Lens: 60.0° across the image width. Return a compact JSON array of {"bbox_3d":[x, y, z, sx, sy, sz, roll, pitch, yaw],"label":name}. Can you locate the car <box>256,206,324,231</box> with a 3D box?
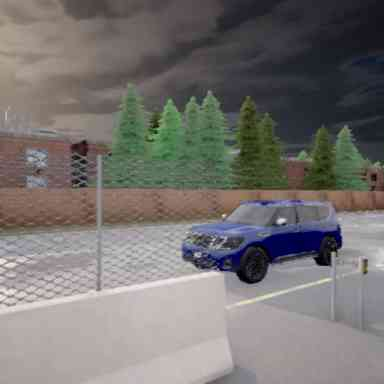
[{"bbox_3d":[6.540,1.678,21.956,4.718,1.301,1.895,0,0,-37],"label":"car"}]

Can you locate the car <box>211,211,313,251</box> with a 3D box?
[{"bbox_3d":[3.302,1.652,15.165,4.718,1.301,1.895,0,0,-37],"label":"car"}]

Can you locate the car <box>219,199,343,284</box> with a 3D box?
[{"bbox_3d":[2.350,1.257,10.089,5.566,2.045,2.150,0,0,-37],"label":"car"}]
